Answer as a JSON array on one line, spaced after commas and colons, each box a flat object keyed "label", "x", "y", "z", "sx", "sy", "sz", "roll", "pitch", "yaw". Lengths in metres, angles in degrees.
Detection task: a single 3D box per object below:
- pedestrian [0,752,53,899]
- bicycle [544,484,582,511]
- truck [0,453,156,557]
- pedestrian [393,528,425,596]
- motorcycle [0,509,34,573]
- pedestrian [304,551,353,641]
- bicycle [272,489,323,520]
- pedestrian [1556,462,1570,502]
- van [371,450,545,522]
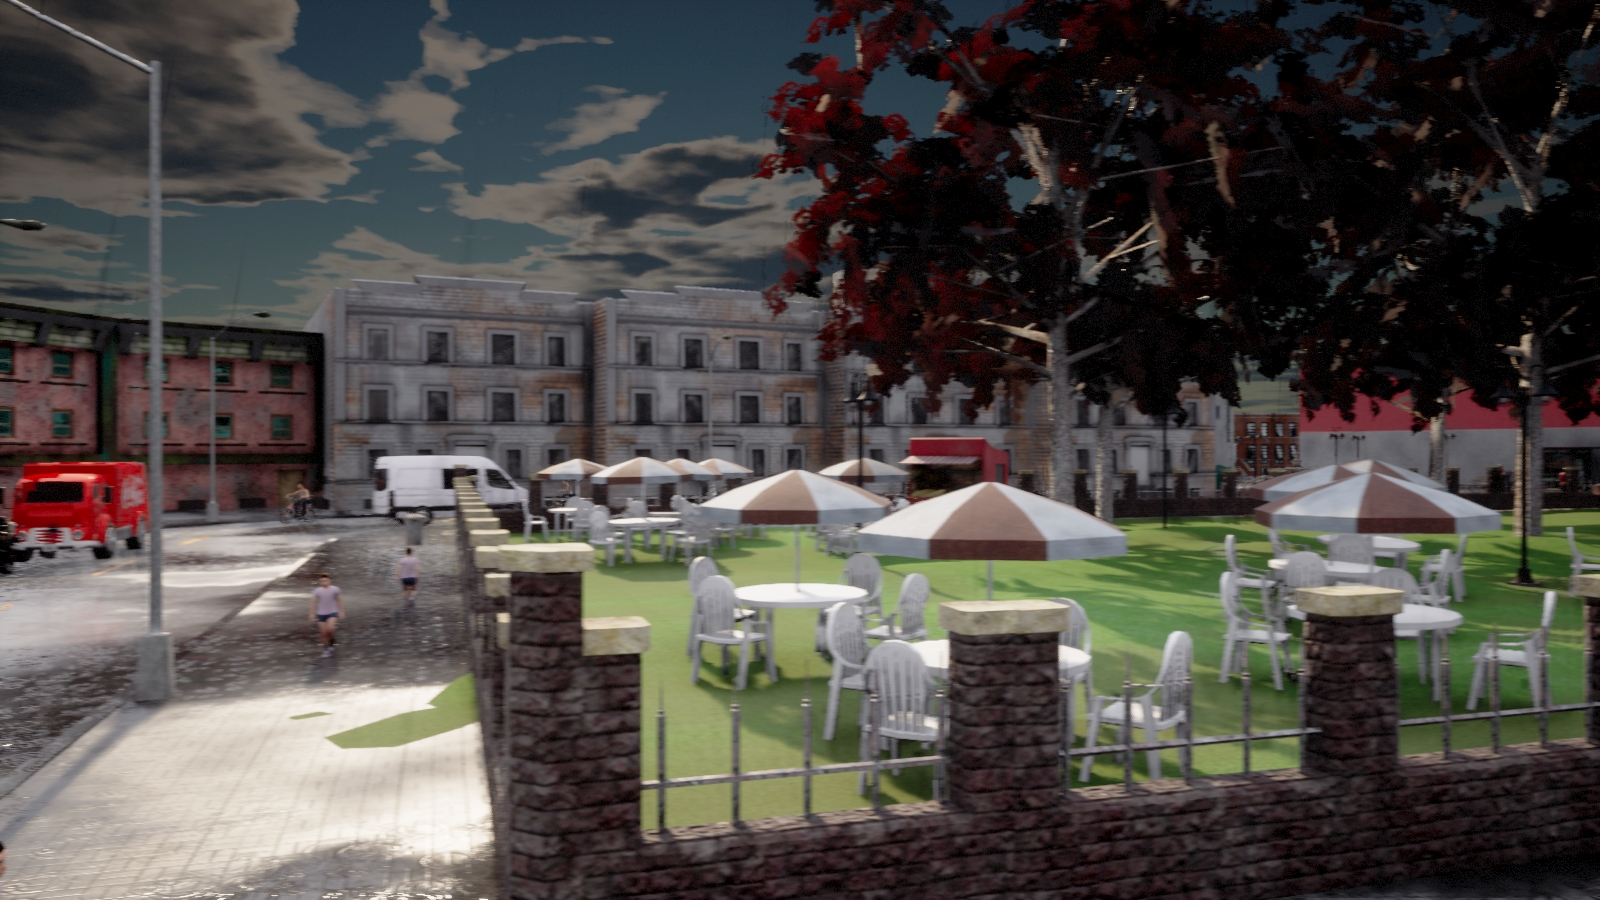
[{"label": "pedestrian", "x": -3.512, "y": 1.894, "z": 4.784, "sx": 0.500, "sy": 1.100, "sz": 0.500, "roll": 0, "pitch": 0, "yaw": -14}, {"label": "bicycle", "x": -9.959, "y": 2.006, "z": 48.084, "sx": 1.487, "sy": 1.080, "sz": 0.859, "roll": 0, "pitch": 0, "yaw": -17}, {"label": "truck", "x": -19.099, "y": 1.335, "z": 30.270, "sx": 2.627, "sy": 2.467, "sz": 5.204, "roll": 0, "pitch": 0, "yaw": -19}, {"label": "pedestrian", "x": -6.653, "y": 1.893, "z": 19.449, "sx": 0.500, "sy": 1.100, "sz": 0.500, "roll": 0, "pitch": 0, "yaw": -17}, {"label": "motorcycle", "x": -17.597, "y": 1.975, "z": 24.948, "sx": 0.867, "sy": 1.251, "sz": 2.209, "roll": 0, "pitch": 0, "yaw": -18}, {"label": "pedestrian", "x": -6.132, "y": 1.889, "z": 14.865, "sx": 0.500, "sy": 1.100, "sz": 0.500, "roll": 0, "pitch": 0, "yaw": -11}, {"label": "bicycle", "x": -18.761, "y": 2.015, "z": 42.677, "sx": 0.859, "sy": 1.080, "sz": 1.487, "roll": 3, "pitch": 1, "yaw": 33}, {"label": "pedestrian", "x": 35.367, "y": 1.470, "z": 52.936, "sx": 0.375, "sy": 1.860, "sz": 0.375, "roll": 0, "pitch": 0, "yaw": -17}, {"label": "van", "x": -12.804, "y": 1.290, "z": 42.972, "sx": 5.915, "sy": 2.561, "sz": 1.988, "roll": 0, "pitch": -1, "yaw": -37}]
